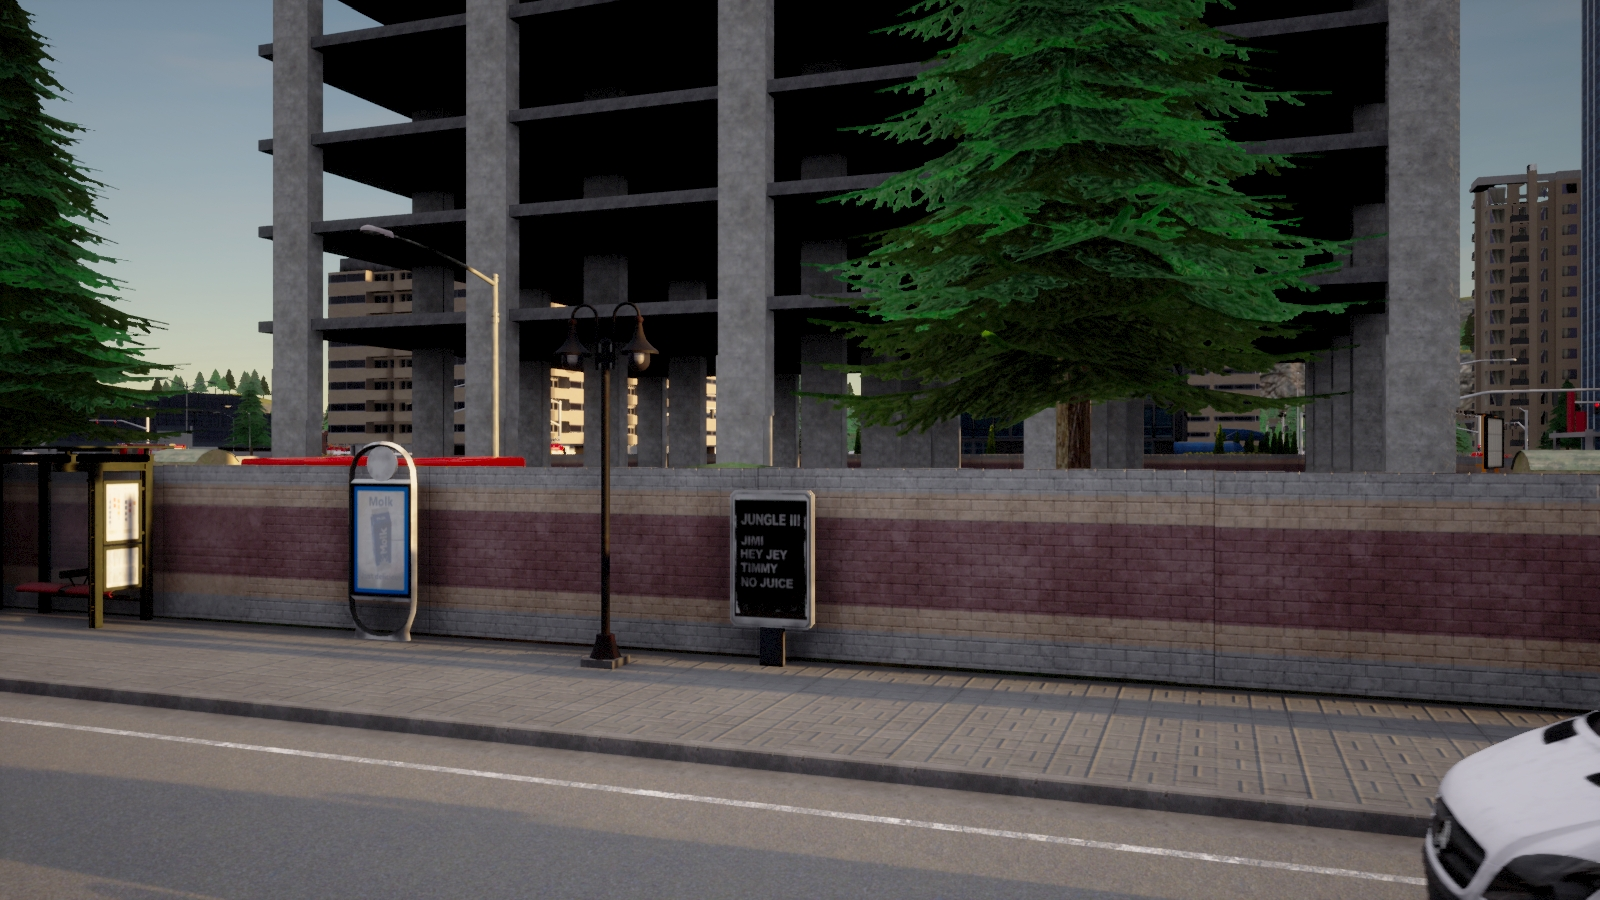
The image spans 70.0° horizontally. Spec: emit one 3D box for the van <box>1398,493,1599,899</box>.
[{"bbox_3d":[5.997,1.534,4.832,5.915,2.561,1.988,0,0,19],"label":"van"}]
